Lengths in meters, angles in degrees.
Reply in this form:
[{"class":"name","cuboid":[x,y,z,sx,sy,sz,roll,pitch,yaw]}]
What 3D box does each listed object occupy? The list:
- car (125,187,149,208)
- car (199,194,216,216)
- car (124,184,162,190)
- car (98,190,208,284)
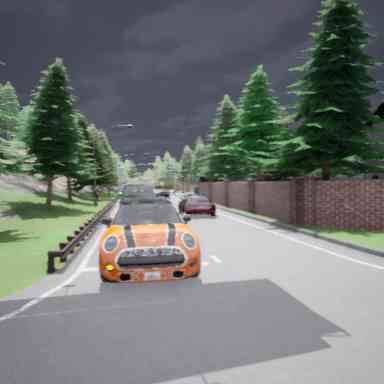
[{"class":"car","cuboid":[-5.172,0.405,31.129,2.097,1.767,4.553,-1,2,-10]},{"class":"car","cuboid":[0.216,0.814,21.889,1.994,1.385,4.181,-1,2,-10]},{"class":"car","cuboid":[-3.326,0.538,20.731,2.150,2.045,5.566,-1,1,-10]},{"class":"car","cuboid":[-1.164,0.970,8.604,2.097,1.767,4.553,-1,2,-10]}]
